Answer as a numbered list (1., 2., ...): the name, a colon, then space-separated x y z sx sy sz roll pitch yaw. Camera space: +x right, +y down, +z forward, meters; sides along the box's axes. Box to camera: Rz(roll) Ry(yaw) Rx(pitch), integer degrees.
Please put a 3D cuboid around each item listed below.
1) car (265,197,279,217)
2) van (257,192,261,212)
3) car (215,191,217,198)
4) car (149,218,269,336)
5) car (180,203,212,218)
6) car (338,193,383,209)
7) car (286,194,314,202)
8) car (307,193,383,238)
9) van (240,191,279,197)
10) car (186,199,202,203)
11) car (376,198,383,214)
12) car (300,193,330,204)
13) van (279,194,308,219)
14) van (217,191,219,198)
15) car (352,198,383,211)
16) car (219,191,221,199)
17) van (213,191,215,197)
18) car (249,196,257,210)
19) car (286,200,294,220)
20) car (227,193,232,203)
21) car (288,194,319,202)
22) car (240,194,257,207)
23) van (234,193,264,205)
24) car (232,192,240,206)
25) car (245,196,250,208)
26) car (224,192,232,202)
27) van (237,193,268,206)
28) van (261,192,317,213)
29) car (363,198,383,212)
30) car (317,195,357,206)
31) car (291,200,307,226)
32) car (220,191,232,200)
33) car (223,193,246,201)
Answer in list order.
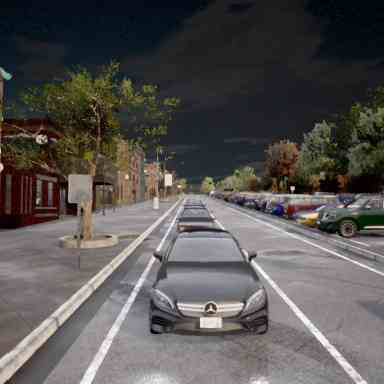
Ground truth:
1. car: 9.197 1.461 28.288 5.008 1.535 2.097 0 0 0
2. van: 9.279 1.223 33.897 4.442 1.987 1.878 0 0 0
3. car: 8.823 1.066 81.557 5.008 1.535 2.097 0 1 0
4. car: 0.253 1.524 6.870 1.812 1.442 4.674 0 0 0
5. car: 0.195 1.533 17.449 2.033 1.411 5.357 0 0 0
6. car: 22.150 1.154 43.021 5.566 2.045 2.435 0 0 0
7. car: 22.009 1.190 68.005 4.892 1.521 2.231 0 1 0
8. car: 9.253 1.221 17.074 5.566 2.045 2.435 0 0 0
9. van: 9.201 1.164 45.117 4.442 1.987 1.878 0 0 0
10. car: 0.222 1.443 29.982 2.128 1.511 4.902 0 0 0
11. car: 22.422 1.445 34.694 5.366 1.575 1.946 0 0 0
12. car: 22.093 1.137 59.678 4.553 1.767 2.185 0 1 0
13. van: 9.339 1.238 25.485 4.442 1.987 1.878 0 0 0
14. van: 8.731 0.866 78.751 4.442 1.987 1.878 0 1 0
15. car: 22.227 1.453 40.248 4.792 1.488 2.163 0 0 0
16. car: 8.898 0.940 67.539 5.566 2.045 2.435 0 1 0
17. van: 8.652 0.766 89.963 4.442 1.987 1.878 0 1 0
18. car: 9.172 1.471 36.700 4.792 1.488 2.163 0 0 0
19. car: 9.244 1.507 22.682 4.674 1.452 2.002 0 0 0
20. car: 8.999 1.292 56.329 4.892 1.521 2.231 0 1 0
21. car: 21.838 1.210 65.227 5.366 1.575 1.946 0 0 0
22. car: 9.110 1.410 42.311 4.892 1.521 2.231 0 0 0
23. van: 9.142 1.090 53.525 4.442 1.987 1.878 0 1 0
24. car: 9.036 1.114 47.916 5.566 2.045 2.435 0 1 0
25. car: 9.121 1.467 39.508 4.674 1.452 2.002 0 0 0
26. car: 8.963 1.281 61.936 4.674 1.452 2.002 0 1 0
27. van: 9.161 1.115 50.722 4.442 1.987 1.878 0 1 0
28. van: 9.066 1.231 31.094 4.442 1.987 1.878 0 0 0
29. car: 22.188 1.470 37.465 4.792 1.488 2.163 0 0 0
30. car: 22.306 1.334 51.351 5.366 1.575 1.946 0 1 0
31. car: 9.076 1.466 19.877 5.366 1.575 1.946 0 0 0
32. car: 8.918 0.965 64.736 5.566 2.045 2.435 0 1 0
33. car: 8.876 1.041 70.343 4.553 1.767 2.185 0 1 0
